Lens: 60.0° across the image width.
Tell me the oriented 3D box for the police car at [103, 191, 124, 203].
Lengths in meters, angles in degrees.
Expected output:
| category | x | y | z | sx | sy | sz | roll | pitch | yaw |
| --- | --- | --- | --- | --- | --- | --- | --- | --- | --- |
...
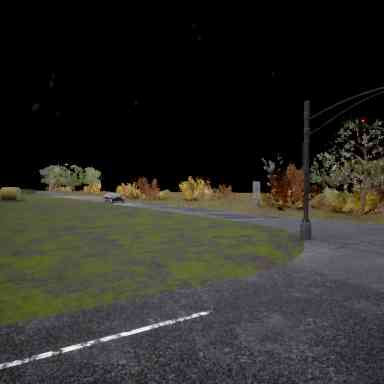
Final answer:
| category | x | y | z | sx | sy | sz | roll | pitch | yaw |
| --- | --- | --- | --- | --- | --- | --- | --- | --- | --- |
| police car | -11.663 | 0.744 | 49.702 | 1.930 | 1.638 | 5.238 | 1 | 0 | -32 |
